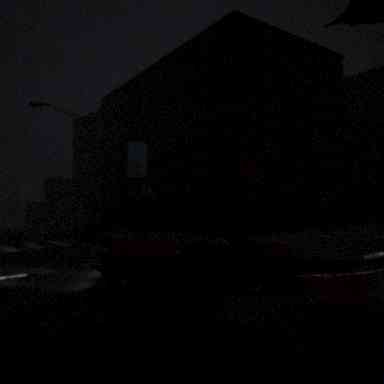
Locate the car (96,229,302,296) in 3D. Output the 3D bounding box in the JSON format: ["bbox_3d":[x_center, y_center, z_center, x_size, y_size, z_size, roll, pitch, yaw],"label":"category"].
[{"bbox_3d":[0.138,1.603,8.264,4.718,1.301,1.895,0,0,10],"label":"car"}]
